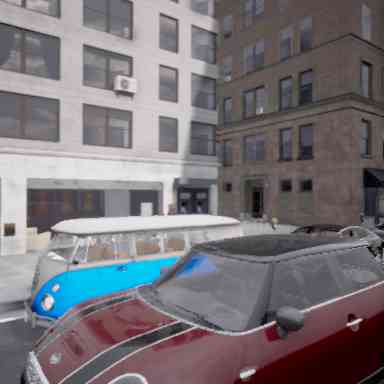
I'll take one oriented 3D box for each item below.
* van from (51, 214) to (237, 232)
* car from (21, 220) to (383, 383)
[{"bbox_3d":[-0.783,1.352,6.210,3.998,1.788,1.690,0,0,-36],"label":"van"},{"bbox_3d":[0.594,1.362,3.807,4.553,1.767,2.097,0,0,-36],"label":"car"}]
